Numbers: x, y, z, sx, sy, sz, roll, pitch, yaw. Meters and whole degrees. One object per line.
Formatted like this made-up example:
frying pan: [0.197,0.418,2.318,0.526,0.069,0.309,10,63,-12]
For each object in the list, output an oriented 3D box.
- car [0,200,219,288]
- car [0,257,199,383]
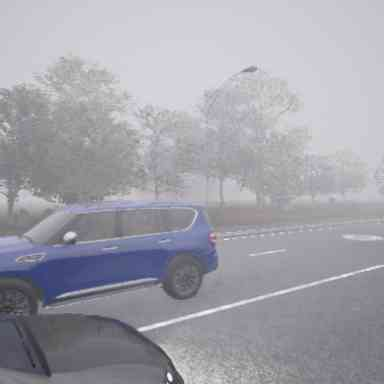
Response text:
car: [-1.982,1.221,6.871,5.566,2.045,2.150,0,0,-35]
car: [-2.056,1.564,2.279,4.181,1.385,1.994,0,0,-35]
